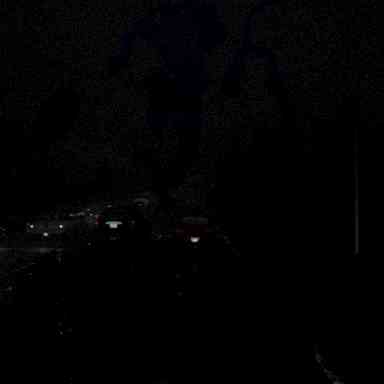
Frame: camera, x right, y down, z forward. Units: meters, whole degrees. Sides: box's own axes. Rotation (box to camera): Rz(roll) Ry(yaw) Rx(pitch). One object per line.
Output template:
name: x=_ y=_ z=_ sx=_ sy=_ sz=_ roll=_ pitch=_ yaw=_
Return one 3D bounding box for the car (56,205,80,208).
car: x=-10.578 y=1.810 z=28.115 sx=2.033 sy=1.411 sz=5.357 roll=0 pitch=-1 yaw=0

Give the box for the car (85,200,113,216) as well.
car: x=-10.556 y=1.817 z=38.272 sx=1.837 sy=1.490 sz=4.892 roll=0 pitch=1 yaw=0

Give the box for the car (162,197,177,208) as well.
car: x=-3.361 y=1.450 z=49.814 sx=1.882 sy=1.535 sz=5.008 roll=0 pitch=2 yaw=0

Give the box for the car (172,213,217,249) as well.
car: x=0.101 y=1.667 z=15.063 sx=1.812 sy=1.442 sz=4.674 roll=0 pitch=-1 yaw=0

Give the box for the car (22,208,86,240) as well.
car: x=-7.085 y=1.773 z=18.333 sx=1.895 sy=1.301 sz=4.718 roll=0 pitch=-1 yaw=0

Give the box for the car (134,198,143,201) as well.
car: x=-7.062 y=1.822 z=37.585 sx=1.837 sy=1.490 sz=4.892 roll=0 pitch=0 yaw=0

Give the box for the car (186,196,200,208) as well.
car: x=0.139 y=1.313 z=50.080 sx=2.097 sy=1.767 sz=4.553 roll=0 pitch=2 yaw=0

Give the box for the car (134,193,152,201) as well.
car: x=-7.007 y=1.274 z=47.902 sx=2.150 sy=2.045 sz=5.566 roll=0 pitch=2 yaw=0

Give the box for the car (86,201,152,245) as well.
car: x=-3.388 y=1.507 z=16.532 sx=2.097 sy=1.767 sz=4.553 roll=0 pitch=-1 yaw=0

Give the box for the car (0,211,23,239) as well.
car: x=-10.595 y=1.774 z=18.467 sx=1.895 sy=1.301 sz=4.718 roll=0 pitch=-1 yaw=1
